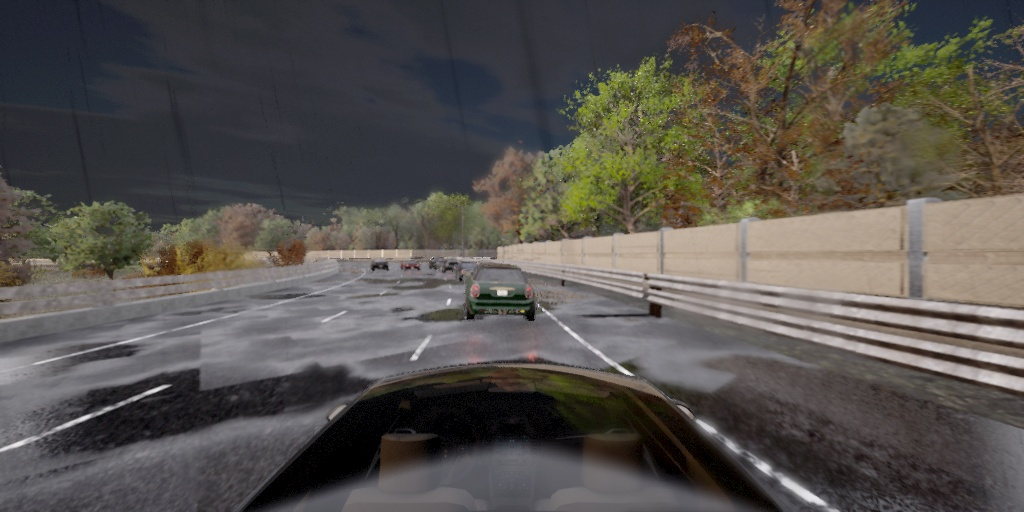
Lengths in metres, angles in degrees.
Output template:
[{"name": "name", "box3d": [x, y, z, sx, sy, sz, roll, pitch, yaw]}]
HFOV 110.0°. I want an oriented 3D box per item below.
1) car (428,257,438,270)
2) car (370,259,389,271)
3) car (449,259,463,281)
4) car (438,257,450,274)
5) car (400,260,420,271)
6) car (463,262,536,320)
[{"name": "car", "box3d": [-9.504, 1.031, 46.340, 2.128, 1.511, 4.902, 0, 1, -25]}, {"name": "car", "box3d": [-16.659, 1.057, 45.061, 1.882, 1.535, 5.008, 0, 0, -24]}, {"name": "car", "box3d": [-3.496, 1.160, 28.417, 2.033, 1.411, 5.357, 0, 0, -14]}, {"name": "car", "box3d": [-6.619, 1.073, 38.777, 1.837, 1.490, 4.892, 0, 0, -15]}, {"name": "car", "box3d": [-12.900, 1.162, 45.228, 1.895, 1.301, 4.718, 0, 0, -24]}, {"name": "car", "box3d": [-0.550, 0.989, 12.448, 2.097, 1.767, 4.553, 2, 2, -8]}]
